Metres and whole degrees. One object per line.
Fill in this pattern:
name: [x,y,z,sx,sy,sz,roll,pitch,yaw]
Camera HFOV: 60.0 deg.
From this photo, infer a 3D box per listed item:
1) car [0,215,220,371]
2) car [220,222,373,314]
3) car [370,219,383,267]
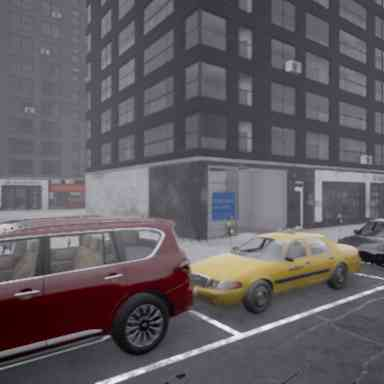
car: [-2.289,1.316,4.554,5.009,1.841,2.192,0,0,-35]
car: [1.978,1.525,7.595,4.829,1.417,1.752,0,0,-35]
car: [6.522,1.565,10.832,4.313,1.339,1.947,0,0,-35]
